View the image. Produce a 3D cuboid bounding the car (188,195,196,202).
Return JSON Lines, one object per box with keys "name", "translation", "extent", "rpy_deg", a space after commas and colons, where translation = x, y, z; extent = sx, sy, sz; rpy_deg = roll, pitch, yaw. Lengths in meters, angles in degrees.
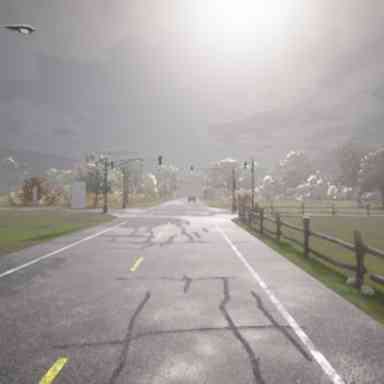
{"name": "car", "translation": [0.001, 1.786, 91.633], "extent": [2.150, 2.045, 5.566], "rpy_deg": [0, 0, 0]}
